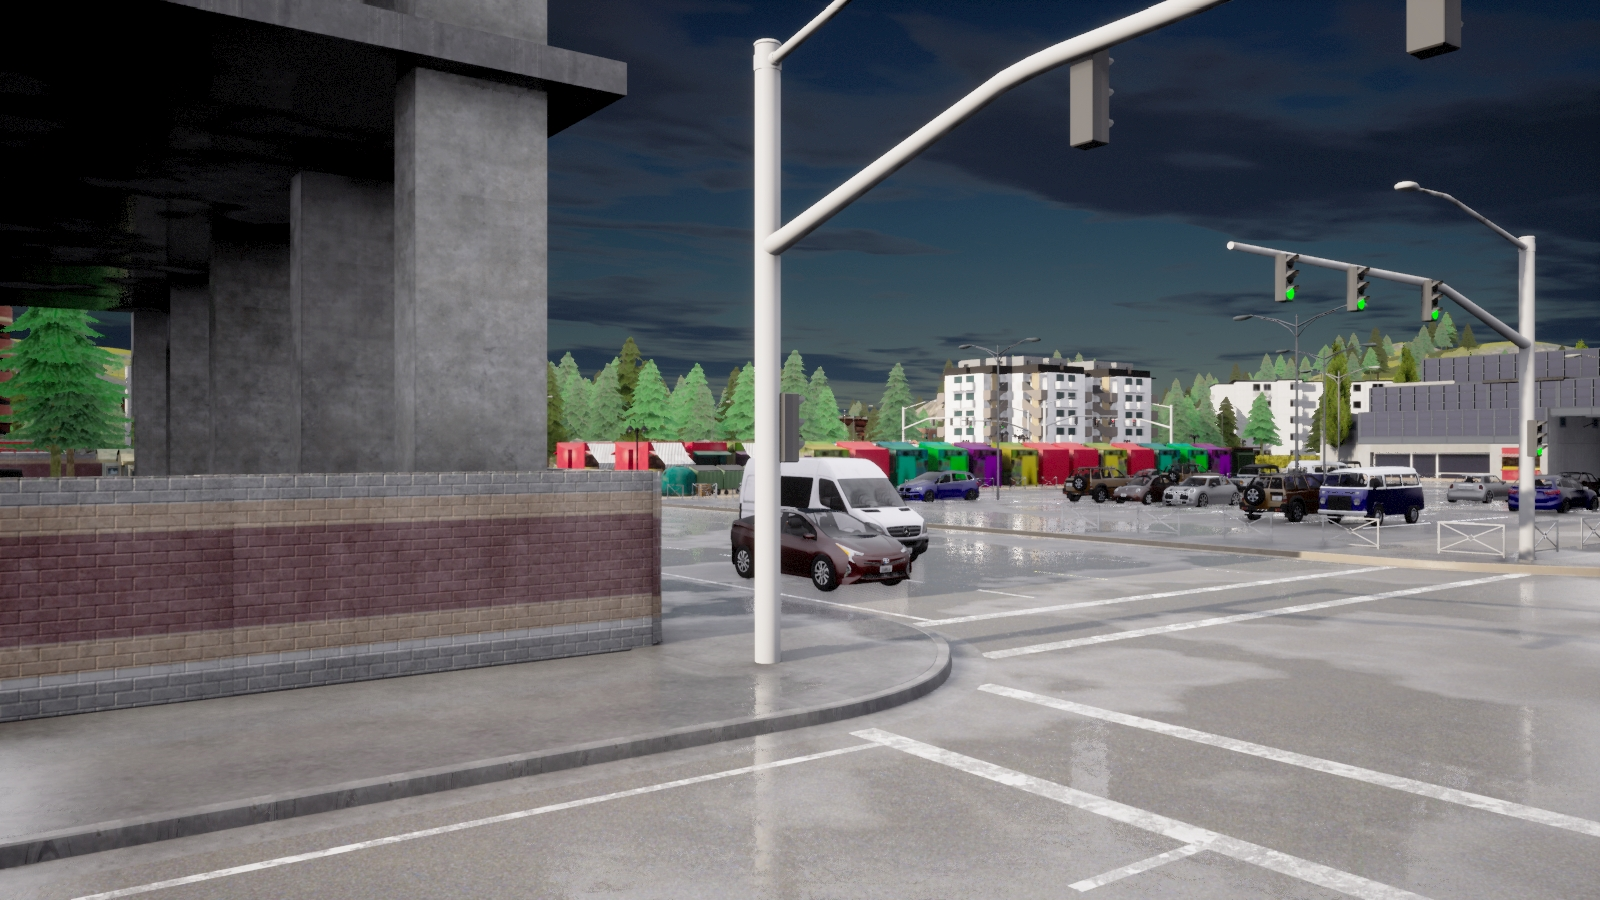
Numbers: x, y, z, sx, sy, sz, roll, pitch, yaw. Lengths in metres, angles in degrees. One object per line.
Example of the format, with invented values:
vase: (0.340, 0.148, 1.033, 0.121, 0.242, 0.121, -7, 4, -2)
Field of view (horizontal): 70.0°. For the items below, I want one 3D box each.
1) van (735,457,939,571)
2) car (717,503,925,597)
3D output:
van: (0.780, 1.479, 29.066, 1.988, 2.561, 5.915, 0, 0, -36)
car: (0.324, 1.984, 23.786, 2.007, 1.525, 4.514, 0, 0, -36)
